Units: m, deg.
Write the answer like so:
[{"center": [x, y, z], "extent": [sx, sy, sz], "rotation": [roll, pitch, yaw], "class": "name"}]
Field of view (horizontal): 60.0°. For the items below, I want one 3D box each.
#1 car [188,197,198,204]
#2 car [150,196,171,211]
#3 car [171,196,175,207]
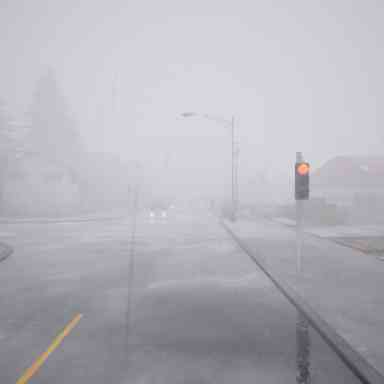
[{"center": [0.159, 1.601, 63.549], "extent": [1.895, 1.301, 4.718], "rotation": [0, 0, 0], "class": "car"}, {"center": [-4.062, 1.505, 41.574], "extent": [1.837, 1.490, 4.892], "rotation": [0, 0, 0], "class": "car"}, {"center": [-4.049, 1.526, 50.785], "extent": [1.812, 1.442, 4.674], "rotation": [0, 0, 0], "class": "car"}]
